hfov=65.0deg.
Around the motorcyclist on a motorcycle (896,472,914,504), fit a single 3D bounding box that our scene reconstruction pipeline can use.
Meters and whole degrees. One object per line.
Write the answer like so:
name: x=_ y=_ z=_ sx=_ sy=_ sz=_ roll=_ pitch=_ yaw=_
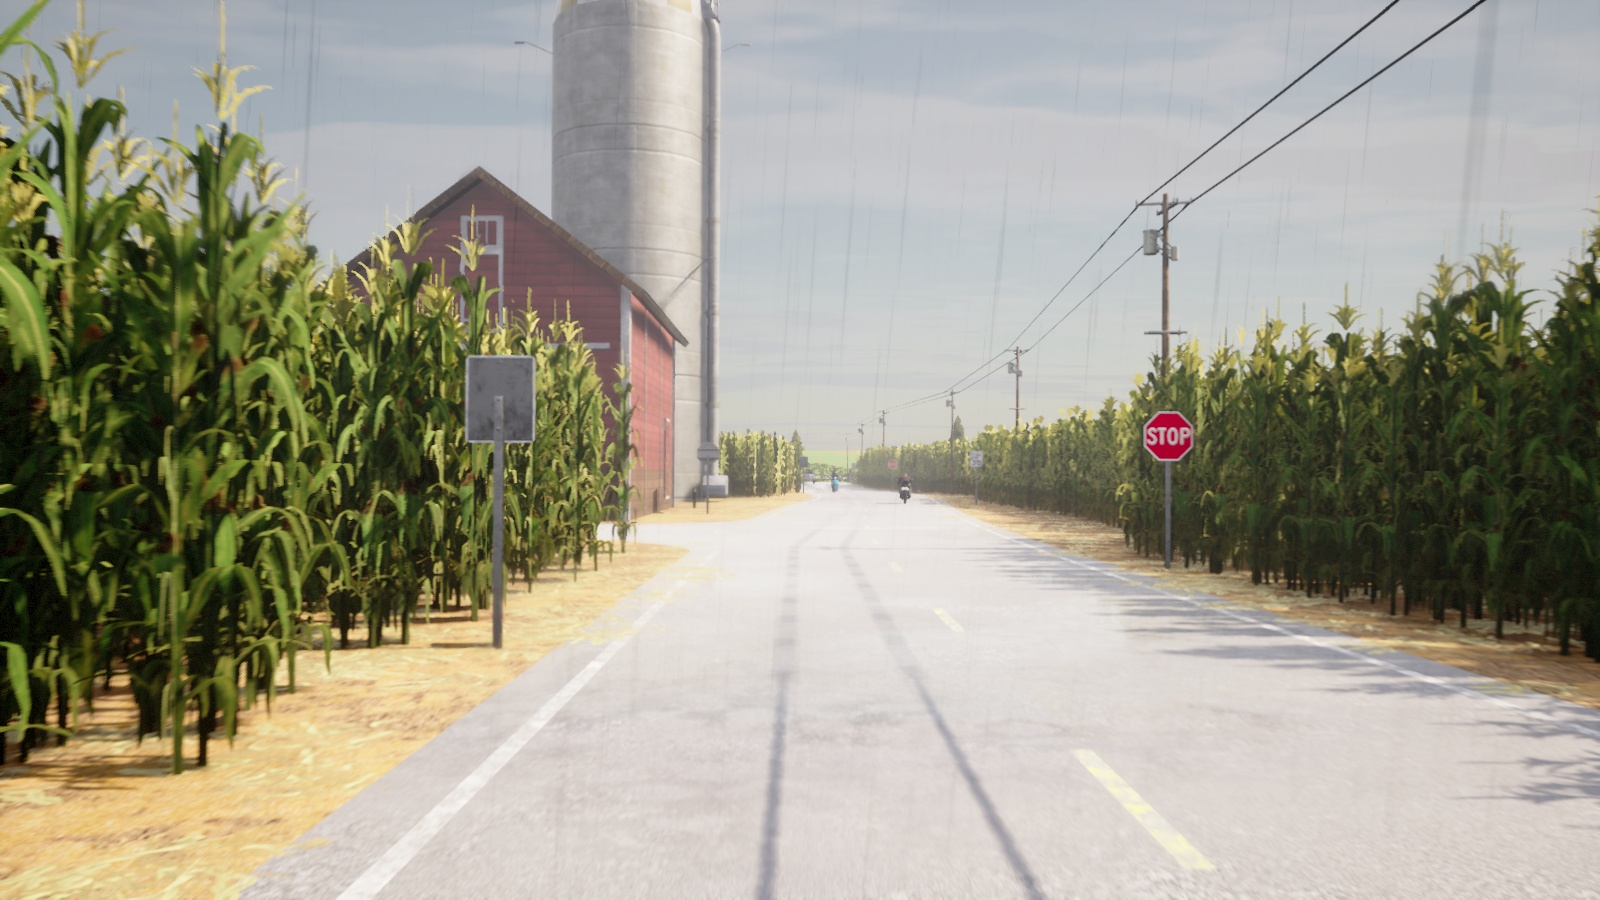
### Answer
motorcyclist on a motorcycle: x=5.178 y=1.863 z=61.772 sx=0.866 sy=1.530 sz=2.191 roll=0 pitch=-1 yaw=5
